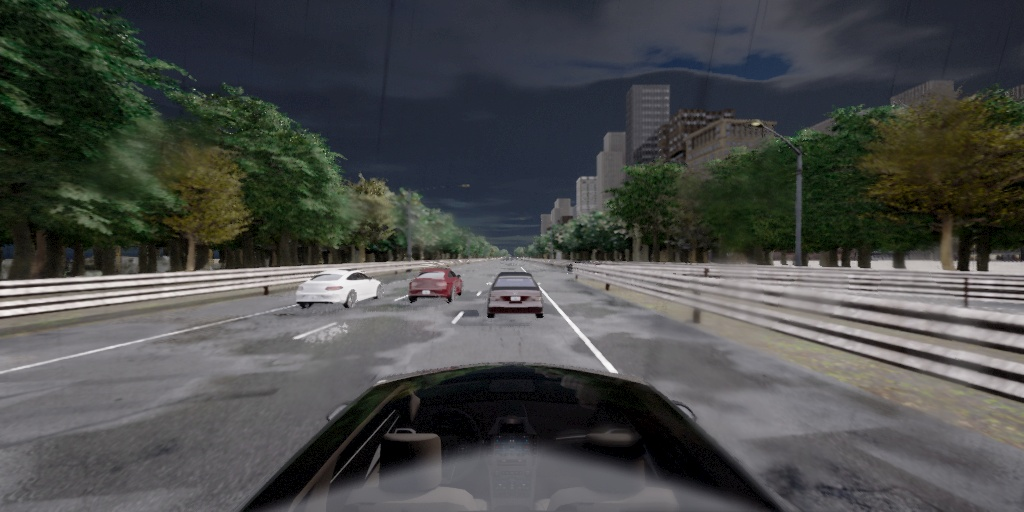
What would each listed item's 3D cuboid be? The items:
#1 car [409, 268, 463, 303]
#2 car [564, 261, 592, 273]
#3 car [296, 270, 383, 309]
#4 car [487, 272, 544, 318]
[{"bbox_3d":[-3.410,1.277,16.527,1.812,1.442,4.674,0,0,0],"label":"car"},{"bbox_3d":[7.925,1.314,42.734,1.837,1.490,4.892,0,0,-19],"label":"car"},{"bbox_3d":[-6.899,1.276,14.731,1.812,1.442,4.674,0,0,0],"label":"car"},{"bbox_3d":[0.103,1.298,13.017,2.033,1.411,5.357,0,0,0],"label":"car"}]
